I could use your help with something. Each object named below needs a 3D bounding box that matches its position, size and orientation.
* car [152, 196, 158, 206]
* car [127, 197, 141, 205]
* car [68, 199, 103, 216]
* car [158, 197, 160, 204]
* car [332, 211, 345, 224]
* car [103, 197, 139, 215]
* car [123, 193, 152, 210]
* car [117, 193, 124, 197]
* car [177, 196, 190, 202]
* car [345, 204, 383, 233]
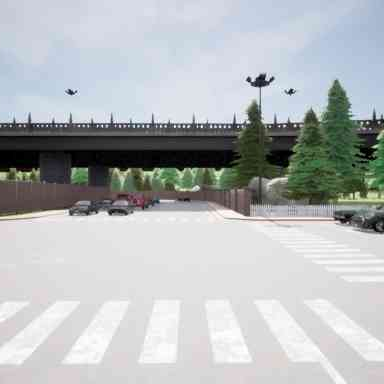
[{"bbox_3d":[-7.049,1.559,53.731,1.994,1.385,4.181,0,0,0],"label":"car"},{"bbox_3d":[-10.675,1.558,61.639,1.994,1.385,4.181,0,0,-1],"label":"car"},{"bbox_3d":[-10.573,1.523,32.895,1.812,1.442,4.674,0,0,0],"label":"car"},{"bbox_3d":[-7.201,1.542,64.391,2.033,1.411,5.357,0,0,-3],"label":"car"},{"bbox_3d":[11.984,1.543,22.169,4.718,1.301,1.895,0,0,2],"label":"car"},{"bbox_3d":[-7.045,1.545,33.549,2.033,1.411,5.357,0,0,0],"label":"car"},{"bbox_3d":[-7.048,1.218,43.723,2.150,2.045,5.566,0,0,0],"label":"car"},{"bbox_3d":[-10.579,1.216,51.525,2.150,2.045,5.566,0,0,0],"label":"car"},{"bbox_3d":[-1.912,1.546,75.186,1.994,1.385,4.181,0,0,-19],"label":"car"},{"bbox_3d":[11.480,1.295,18.661,4.553,1.767,2.097,0,0,2],"label":"car"}]
